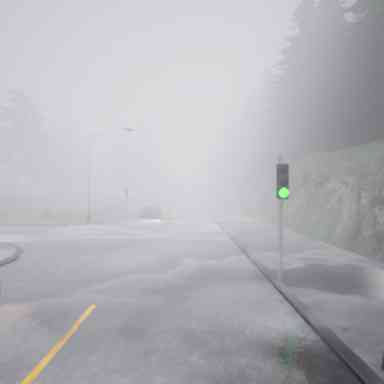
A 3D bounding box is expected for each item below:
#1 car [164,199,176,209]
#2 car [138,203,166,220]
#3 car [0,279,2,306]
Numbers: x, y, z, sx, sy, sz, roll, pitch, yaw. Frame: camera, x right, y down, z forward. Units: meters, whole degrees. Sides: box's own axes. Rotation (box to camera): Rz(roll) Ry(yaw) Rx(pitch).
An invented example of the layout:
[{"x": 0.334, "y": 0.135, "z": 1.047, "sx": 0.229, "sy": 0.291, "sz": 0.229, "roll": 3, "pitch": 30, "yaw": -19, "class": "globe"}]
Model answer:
[{"x": -3.942, "y": 2.016, "z": 59.207, "sx": 2.097, "sy": 1.767, "sz": 4.553, "roll": 0, "pitch": -1, "yaw": 0, "class": "car"}, {"x": -3.968, "y": 1.993, "z": 32.444, "sx": 1.994, "sy": 1.385, "sz": 4.181, "roll": 0, "pitch": 0, "yaw": 0, "class": "car"}, {"x": -3.997, "y": 1.542, "z": 3.409, "sx": 2.128, "sy": 1.511, "sz": 4.902, "roll": 0, "pitch": -1, "yaw": 0, "class": "car"}]
